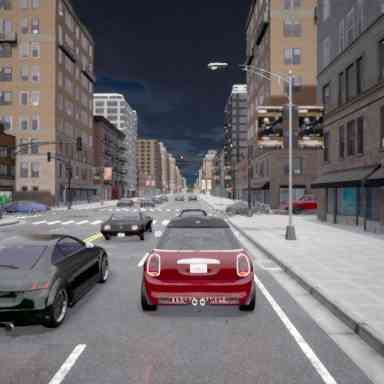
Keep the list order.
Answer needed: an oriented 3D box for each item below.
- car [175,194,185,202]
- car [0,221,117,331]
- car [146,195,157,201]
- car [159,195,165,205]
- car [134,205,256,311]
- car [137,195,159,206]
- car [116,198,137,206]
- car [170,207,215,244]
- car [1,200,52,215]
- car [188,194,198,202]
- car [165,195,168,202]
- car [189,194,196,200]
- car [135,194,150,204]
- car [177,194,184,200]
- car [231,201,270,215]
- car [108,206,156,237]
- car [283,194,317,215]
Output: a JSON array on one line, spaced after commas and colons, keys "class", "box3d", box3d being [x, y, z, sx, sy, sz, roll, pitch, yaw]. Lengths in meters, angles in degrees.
[{"class": "car", "box3d": [-3.029, 1.530, 78.251, 1.994, 1.385, 4.181, 0, 0, 0]}, {"class": "car", "box3d": [-3.131, 1.564, 6.992, 1.994, 1.385, 4.181, 0, 0, 0]}, {"class": "car", "box3d": [-9.526, 1.476, 79.136, 2.033, 1.411, 5.357, 0, 0, 0]}, {"class": "car", "box3d": [-6.405, 1.550, 59.683, 1.994, 1.385, 4.181, 0, 0, 1]}, {"class": "car", "box3d": [0.122, 1.352, 7.921, 2.097, 1.767, 4.553, 0, 0, 0]}, {"class": "car", "box3d": [-6.456, 1.556, 49.313, 1.994, 1.385, 4.181, 0, 0, 0]}, {"class": "car", "box3d": [-9.713, 1.555, 48.704, 1.994, 1.385, 4.181, 0, 0, 0]}, {"class": "car", "box3d": [0.057, 1.563, 16.623, 1.994, 1.385, 4.181, 0, 0, 1]}, {"class": "car", "box3d": [-17.183, 1.548, 33.760, 5.357, 1.411, 2.033, 0, 0, -1]}, {"class": "car", "box3d": [0.221, 1.333, 78.212, 2.097, 1.767, 4.553, 0, 0, 0]}, {"class": "car", "box3d": [-6.291, 1.482, 73.816, 1.837, 1.490, 4.892, 0, 0, 0]}, {"class": "car", "box3d": [0.250, 1.370, 88.245, 1.812, 1.442, 4.674, 0, 0, 0]}, {"class": "car", "box3d": [-9.609, 1.337, 64.710, 2.097, 1.767, 4.553, 0, 0, 1]}, {"class": "car", "box3d": [-3.001, 1.370, 88.254, 1.812, 1.442, 4.674, 0, 0, 0]}, {"class": "car", "box3d": [5.297, 1.571, 31.934, 4.181, 1.385, 1.994, 0, 0, 8]}, {"class": "car", "box3d": [-3.104, 1.600, 16.860, 1.895, 1.301, 4.718, 0, 0, 0]}, {"class": "car", "box3d": [12.362, 1.256, 34.432, 5.566, 2.045, 2.150, 0, 0, 0]}]
